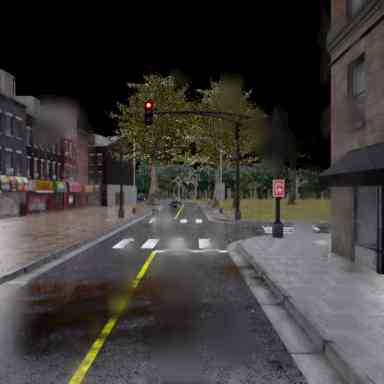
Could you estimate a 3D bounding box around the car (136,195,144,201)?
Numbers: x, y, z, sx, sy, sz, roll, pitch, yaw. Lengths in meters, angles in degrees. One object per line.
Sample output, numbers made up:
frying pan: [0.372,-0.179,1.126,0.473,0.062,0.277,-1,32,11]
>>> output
car: [-14.990,1.642,86.282,5.008,1.535,1.882,0,0,22]

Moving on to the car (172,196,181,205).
car: [-2.948,1.615,46.308,2.033,1.411,5.357,0,0,0]

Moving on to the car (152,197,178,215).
car: [-2.919,1.525,34.090,2.128,1.511,4.902,0,0,0]
